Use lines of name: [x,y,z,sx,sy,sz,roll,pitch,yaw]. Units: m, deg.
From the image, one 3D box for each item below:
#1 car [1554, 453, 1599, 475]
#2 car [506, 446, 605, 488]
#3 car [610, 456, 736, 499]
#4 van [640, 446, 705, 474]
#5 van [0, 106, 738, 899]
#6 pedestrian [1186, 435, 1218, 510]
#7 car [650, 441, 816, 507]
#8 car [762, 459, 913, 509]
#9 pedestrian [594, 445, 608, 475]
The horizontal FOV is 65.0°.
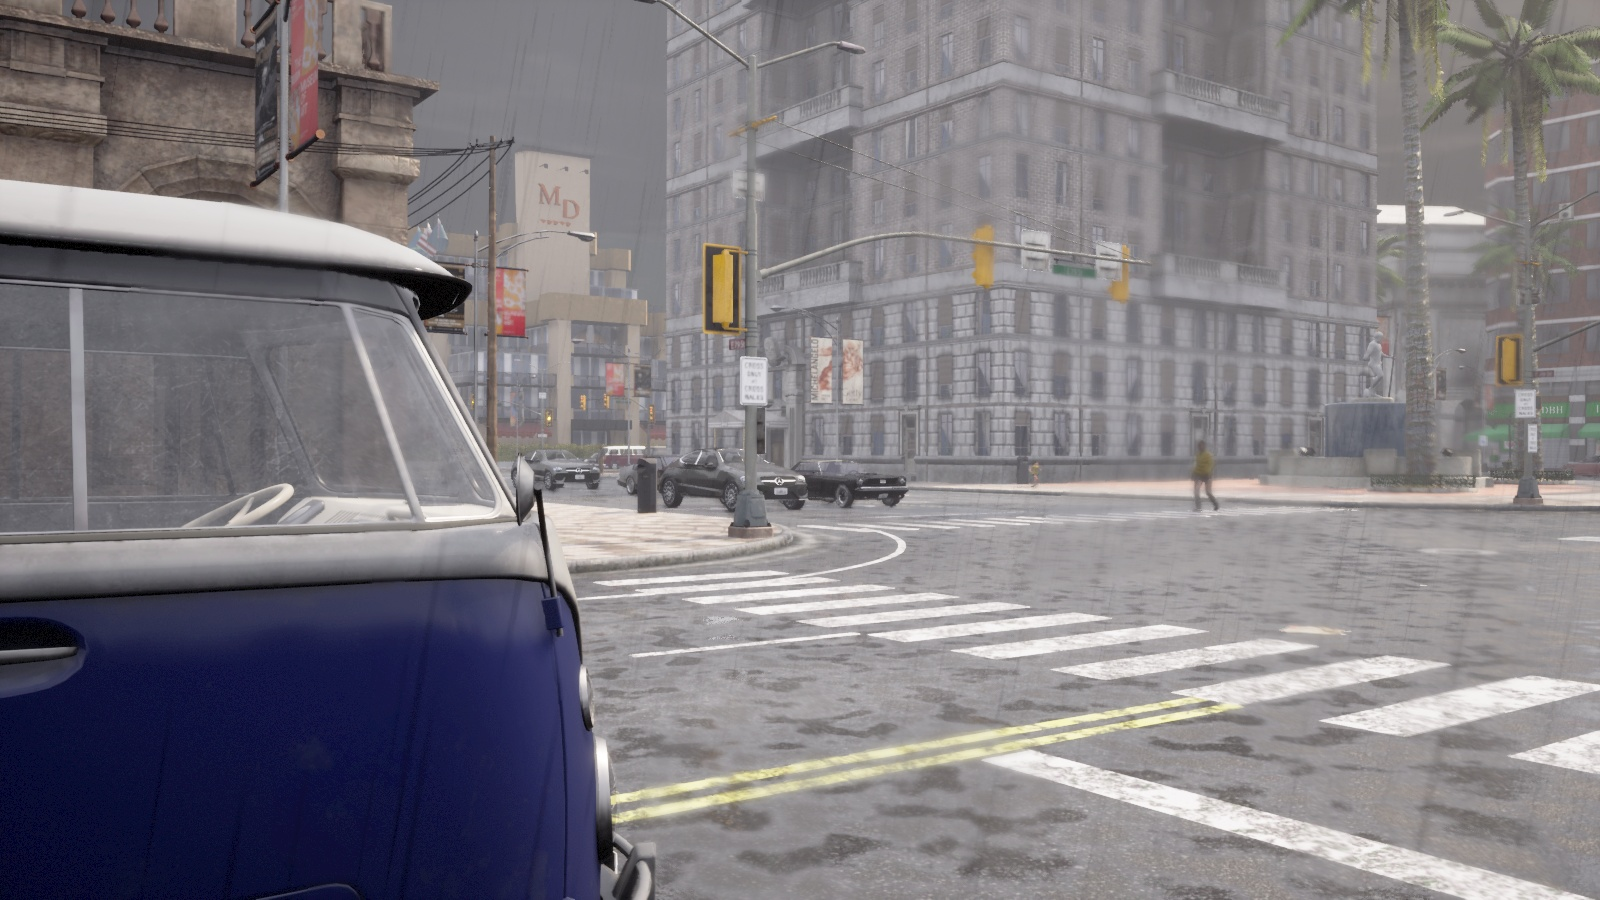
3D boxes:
car: [51.421,0.898,81.174,1.994,1.385,4.181,0,0,-23]
car: [-10.185,0.672,51.933,2.152,1.651,5.027,0,0,-35]
car: [-4.522,0.909,43.887,2.033,1.411,5.357,0,0,-35]
van: [-9.375,0.740,92.420,4.442,1.987,1.775,0,0,-36]
van: [-2.452,0.508,1.947,4.442,1.987,1.775,0,0,-35]
pedestrian: [10.021,0.560,31.288,0.709,1.840,0.431,0,0,-36]
car: [-1.910,0.611,34.029,2.152,1.651,5.027,0,0,-35]
car: [0.999,0.931,36.006,1.895,1.301,4.718,0,0,-35]
pedestrian: [-12.392,0.619,78.180,0.694,1.848,0.540,0,0,-43]
